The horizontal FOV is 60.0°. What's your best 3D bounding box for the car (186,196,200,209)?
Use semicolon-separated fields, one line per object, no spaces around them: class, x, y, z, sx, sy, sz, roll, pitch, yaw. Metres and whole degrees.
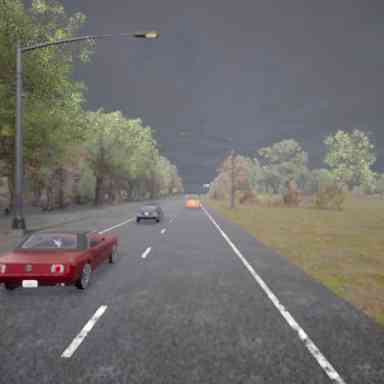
car;0.108;1.641;52.261;2.097;1.767;4.553;0;0;0

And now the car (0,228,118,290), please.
car;-3.398;1.652;9.214;1.895;1.301;4.718;0;0;0

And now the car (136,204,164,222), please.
car;-3.395;1.699;27.495;2.033;1.411;5.357;0;0;0

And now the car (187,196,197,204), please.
car;0.015;1.760;72.950;2.097;1.767;4.553;0;0;0
